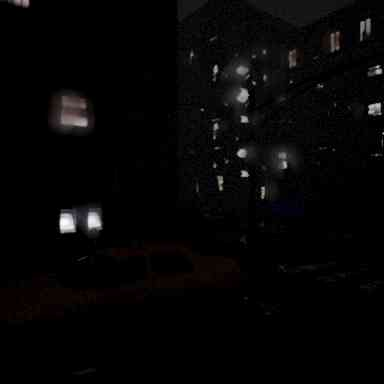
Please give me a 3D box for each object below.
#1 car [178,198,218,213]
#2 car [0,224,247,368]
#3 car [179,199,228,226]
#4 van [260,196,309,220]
[{"bbox_3d":[0.578,1.392,35.917,1.752,1.417,4.829,-1,0,-36],"label":"car"},{"bbox_3d":[-1.200,1.519,5.711,4.829,1.417,1.752,0,0,-35],"label":"car"},{"bbox_3d":[0.523,1.406,21.708,1.967,1.590,4.097,-1,0,-36],"label":"car"},{"bbox_3d":[7.320,1.223,26.608,1.690,1.788,3.998,-1,0,-36],"label":"van"}]
